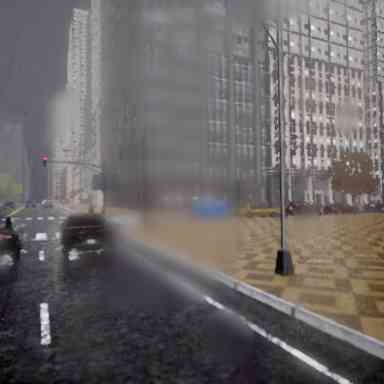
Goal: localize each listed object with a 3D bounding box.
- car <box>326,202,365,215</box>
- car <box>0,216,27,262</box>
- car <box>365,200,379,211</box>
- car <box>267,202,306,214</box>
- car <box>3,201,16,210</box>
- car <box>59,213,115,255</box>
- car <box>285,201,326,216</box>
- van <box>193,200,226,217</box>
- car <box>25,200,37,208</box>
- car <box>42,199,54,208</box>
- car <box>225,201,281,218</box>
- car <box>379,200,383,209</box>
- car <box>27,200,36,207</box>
[{"bbox_3d":[15.771,1.756,35.249,4.206,1.307,1.802,0,-2,-25],"label":"car"},{"bbox_3d":[-7.287,1.643,12.270,2.128,1.511,4.902,0,-1,-24],"label":"car"},{"bbox_3d":[27.410,1.943,49.649,4.097,1.590,1.967,0,-2,-25],"label":"car"},{"bbox_3d":[12.095,2.020,42.383,4.829,1.417,1.752,0,-2,-25],"label":"car"},{"bbox_3d":[-32.616,2.398,59.561,1.837,1.490,4.892,0,-1,-24],"label":"car"},{"bbox_3d":[-4.591,1.653,14.288,1.882,1.535,5.008,0,-1,-23],"label":"car"},{"bbox_3d":[10.722,1.613,32.860,4.097,1.590,1.967,0,-2,-25],"label":"car"},{"bbox_3d":[2.137,1.834,37.667,3.998,1.788,1.690,0,-2,-25],"label":"van"},{"bbox_3d":[-32.505,2.551,67.119,1.812,1.442,4.674,0,-1,-25],"label":"car"},{"bbox_3d":[-29.391,2.576,68.125,2.033,1.411,5.357,0,-1,-25],"label":"car"},{"bbox_3d":[5.831,1.697,30.537,4.829,1.417,1.752,0,-2,-25],"label":"car"},{"bbox_3d":[29.563,1.922,47.696,4.674,1.442,1.812,0,-2,-25],"label":"car"},{"bbox_3d":[-36.694,2.611,76.240,1.812,1.442,4.674,0,-1,-25],"label":"car"}]
